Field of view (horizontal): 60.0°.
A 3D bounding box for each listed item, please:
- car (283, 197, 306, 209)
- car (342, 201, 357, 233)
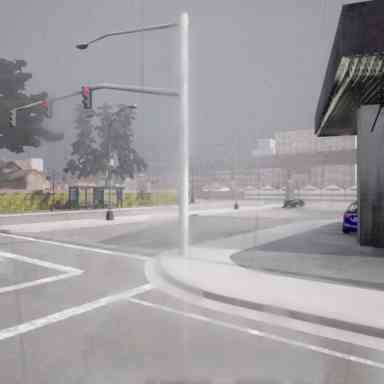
[{"bbox_3d":[14.271,1.504,46.221,1.837,1.490,4.892,0,0,36],"label":"car"},{"bbox_3d":[9.530,1.295,17.671,2.242,1.667,4.611,0,0,37],"label":"car"}]
